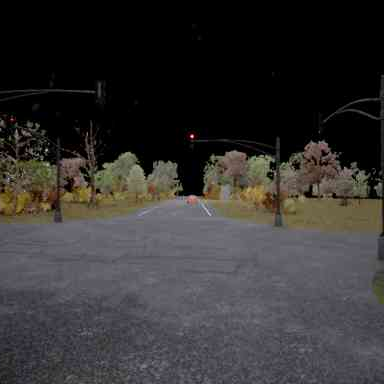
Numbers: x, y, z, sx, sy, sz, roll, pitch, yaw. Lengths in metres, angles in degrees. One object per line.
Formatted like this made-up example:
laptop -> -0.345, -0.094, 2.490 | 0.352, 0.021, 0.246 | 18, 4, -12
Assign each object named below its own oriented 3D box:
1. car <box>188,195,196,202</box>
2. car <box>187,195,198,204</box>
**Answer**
car -> 0.108, 1.450, 77.956 | 1.812, 1.442, 4.674 | 0, 0, 0
car -> 0.094, 1.424, 67.921 | 2.097, 1.767, 4.553 | 0, 0, 0
